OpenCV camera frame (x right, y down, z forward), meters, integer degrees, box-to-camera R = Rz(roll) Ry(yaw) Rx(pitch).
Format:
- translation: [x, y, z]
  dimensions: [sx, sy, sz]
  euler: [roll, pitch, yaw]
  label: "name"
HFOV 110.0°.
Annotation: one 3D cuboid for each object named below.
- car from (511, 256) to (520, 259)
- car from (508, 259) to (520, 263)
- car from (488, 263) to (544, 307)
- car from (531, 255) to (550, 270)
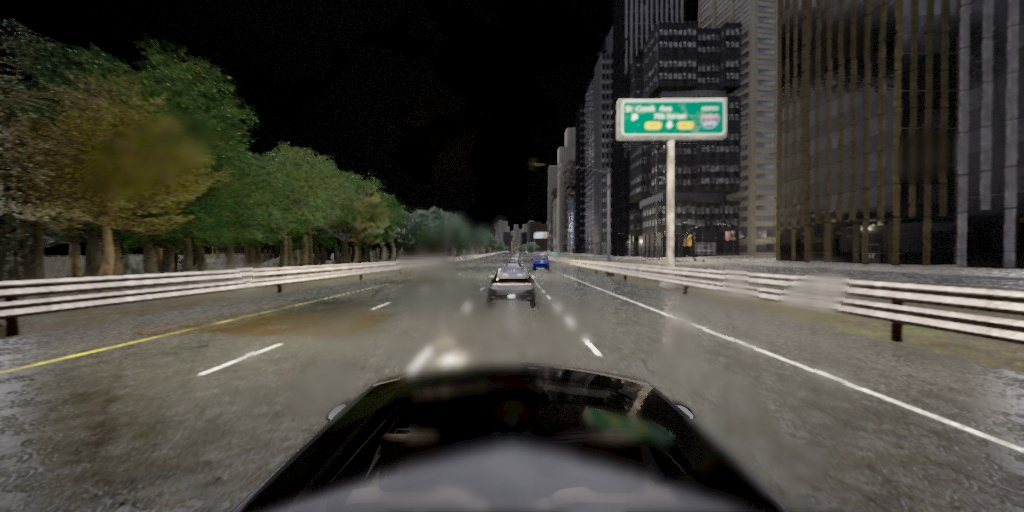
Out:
- translation: [0.319, 1.155, 53.860]
  dimensions: [1.994, 1.385, 4.181]
  euler: [0, 0, 1]
  label: "car"
- translation: [0.141, 1.263, 35.361]
  dimensions: [1.994, 1.385, 4.181]
  euler: [0, 0, 0]
  label: "car"
- translation: [0.028, 1.237, 15.387]
  dimensions: [2.128, 1.511, 4.902]
  euler: [0, 0, 0]
  label: "car"
- translation: [3.861, 0.854, 48.364]
  dimensions: [2.150, 2.045, 5.566]
  euler: [0, 1, 1]
  label: "car"
